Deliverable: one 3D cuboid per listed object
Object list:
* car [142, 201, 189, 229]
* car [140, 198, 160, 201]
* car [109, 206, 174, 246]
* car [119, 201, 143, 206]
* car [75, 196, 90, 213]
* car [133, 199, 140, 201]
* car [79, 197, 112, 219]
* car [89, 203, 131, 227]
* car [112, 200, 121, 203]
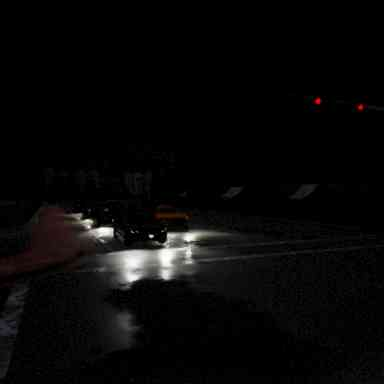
[{"bbox_3d":[-1.814,1.685,23.441,1.882,1.535,5.008,0,0,-23],"label":"car"},{"bbox_3d":[-6.215,1.756,52.021,2.097,1.767,4.553,0,0,-23],"label":"car"},{"bbox_3d":[-2.680,1.662,16.507,1.837,1.490,4.892,0,0,-23],"label":"car"},{"bbox_3d":[-5.453,1.865,32.031,1.895,1.301,4.718,0,0,-23],"label":"car"},{"bbox_3d":[-13.626,1.553,42.383,2.150,2.045,5.566,0,-1,-23],"label":"car"},{"bbox_3d":[-10.107,1.991,61.204,1.812,1.442,4.674,0,0,-23],"label":"car"},{"bbox_3d":[-9.456,1.616,32.506,2.097,1.767,4.553,0,0,-23],"label":"car"},{"bbox_3d":[-6.155,1.776,24.707,1.994,1.385,4.181,0,0,-23],"label":"car"},{"bbox_3d":[-9.395,1.818,41.366,2.128,1.511,4.902,0,0,-23],"label":"car"}]
